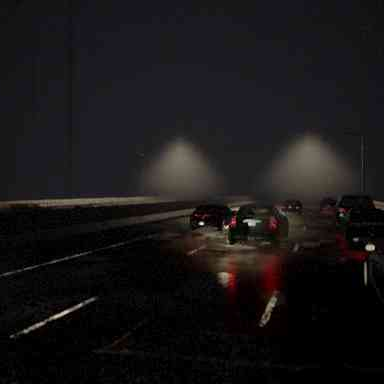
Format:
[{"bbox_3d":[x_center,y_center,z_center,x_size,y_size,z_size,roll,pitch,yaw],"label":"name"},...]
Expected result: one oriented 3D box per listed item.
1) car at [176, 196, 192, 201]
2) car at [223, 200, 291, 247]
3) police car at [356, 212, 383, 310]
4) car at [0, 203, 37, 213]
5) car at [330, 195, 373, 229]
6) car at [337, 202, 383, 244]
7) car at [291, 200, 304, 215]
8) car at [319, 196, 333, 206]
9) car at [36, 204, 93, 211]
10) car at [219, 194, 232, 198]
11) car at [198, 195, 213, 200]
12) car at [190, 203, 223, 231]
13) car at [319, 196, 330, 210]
[{"bbox_3d":[-1.515,1.414,61.903,1.994,1.385,4.181,0,0,22],"label":"car"},{"bbox_3d":[3.179,1.319,15.330,2.097,1.767,4.553,0,0,21],"label":"car"},{"bbox_3d":[4.336,1.416,5.969,1.930,1.638,5.238,0,0,21],"label":"police car"},{"bbox_3d":[-12.469,1.479,23.937,2.033,1.411,5.357,0,0,21],"label":"car"},{"bbox_3d":[10.071,1.184,20.818,2.150,2.045,5.566,0,0,21],"label":"car"},{"bbox_3d":[7.899,1.451,15.195,1.882,1.535,5.008,0,0,21],"label":"car"},{"bbox_3d":[9.882,1.480,32.685,2.033,1.411,5.357,0,0,21],"label":"car"},{"bbox_3d":[22.278,1.437,55.355,2.033,1.411,5.357,0,0,21],"label":"car"},{"bbox_3d":[-8.586,1.535,24.283,1.895,1.301,4.718,0,0,21],"label":"car"},{"bbox_3d":[6.453,1.207,63.088,2.097,1.767,4.553,0,0,22],"label":"car"},{"bbox_3d":[2.546,1.378,62.697,1.812,1.442,4.674,0,0,22],"label":"car"},{"bbox_3d":[1.410,1.458,20.461,1.837,1.490,4.892,0,0,21],"label":"car"},{"bbox_3d":[17.040,1.422,41.664,1.837,1.490,4.892,0,0,22],"label":"car"}]
